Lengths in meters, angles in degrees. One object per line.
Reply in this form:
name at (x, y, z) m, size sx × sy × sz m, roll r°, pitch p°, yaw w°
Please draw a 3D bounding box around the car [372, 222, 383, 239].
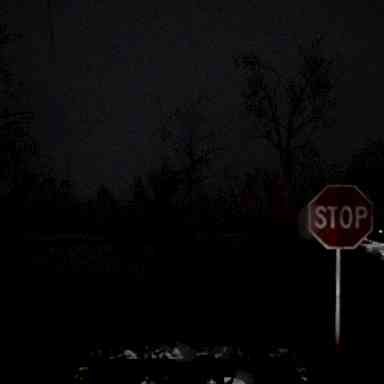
car at (11.296, 1.809, 16.402) m, size 4.181 × 1.385 × 1.994 m, roll 1°, pitch 1°, yaw 0°
